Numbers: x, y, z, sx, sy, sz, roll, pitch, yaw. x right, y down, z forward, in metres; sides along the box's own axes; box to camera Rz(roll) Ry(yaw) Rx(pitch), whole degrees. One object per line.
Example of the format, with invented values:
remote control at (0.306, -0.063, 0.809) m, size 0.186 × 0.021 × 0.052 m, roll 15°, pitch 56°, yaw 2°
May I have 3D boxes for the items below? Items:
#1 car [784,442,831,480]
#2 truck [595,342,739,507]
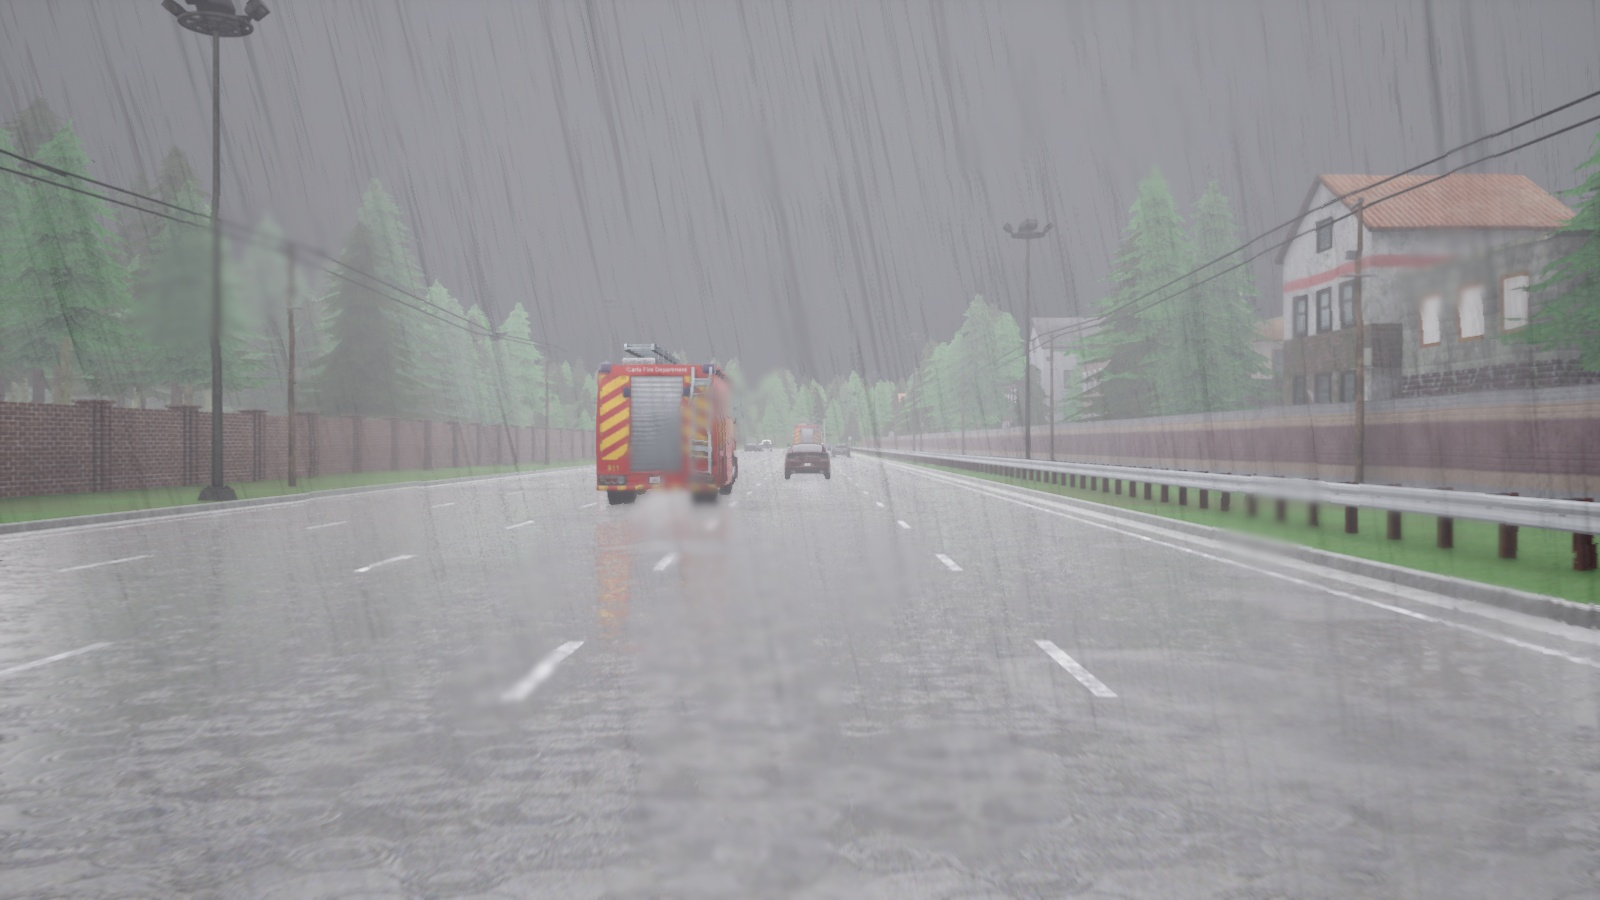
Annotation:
car at (0.320, 0.424, 53.353) m, size 1.882 × 1.535 × 5.008 m, roll 0°, pitch 0°, yaw 0°
truck at (-3.293, -0.609, 33.417) m, size 2.891 × 3.827 × 8.468 m, roll 0°, pitch 0°, yaw 0°
